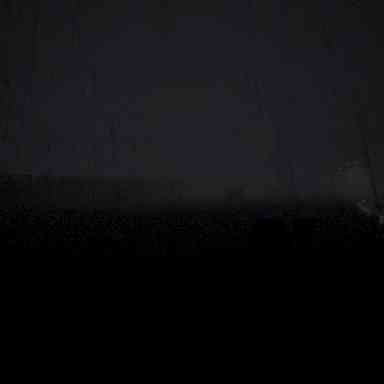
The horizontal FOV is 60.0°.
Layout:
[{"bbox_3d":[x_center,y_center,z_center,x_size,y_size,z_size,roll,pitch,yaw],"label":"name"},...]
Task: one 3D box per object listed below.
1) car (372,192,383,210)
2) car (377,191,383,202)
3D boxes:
[{"bbox_3d":[19.099,0.942,32.631,1.812,1.442,4.674,1,1,22],"label":"car"},{"bbox_3d":[30.010,0.666,51.303,2.033,1.411,5.357,1,1,23],"label":"car"}]
